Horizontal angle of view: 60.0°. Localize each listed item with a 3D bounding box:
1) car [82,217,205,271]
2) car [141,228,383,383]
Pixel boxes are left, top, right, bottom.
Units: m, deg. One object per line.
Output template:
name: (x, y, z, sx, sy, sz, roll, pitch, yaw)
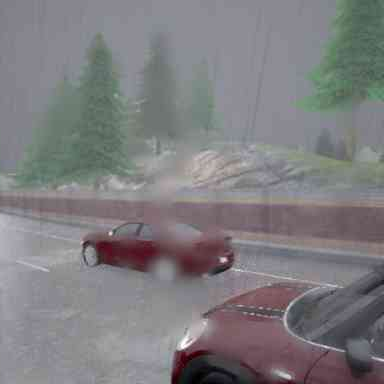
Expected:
car: (-1.160, 1.469, 9.521, 5.008, 1.535, 1.882, 0, 0, 39)
car: (1.998, 1.351, 2.680, 4.553, 1.767, 2.097, 0, 0, 36)
